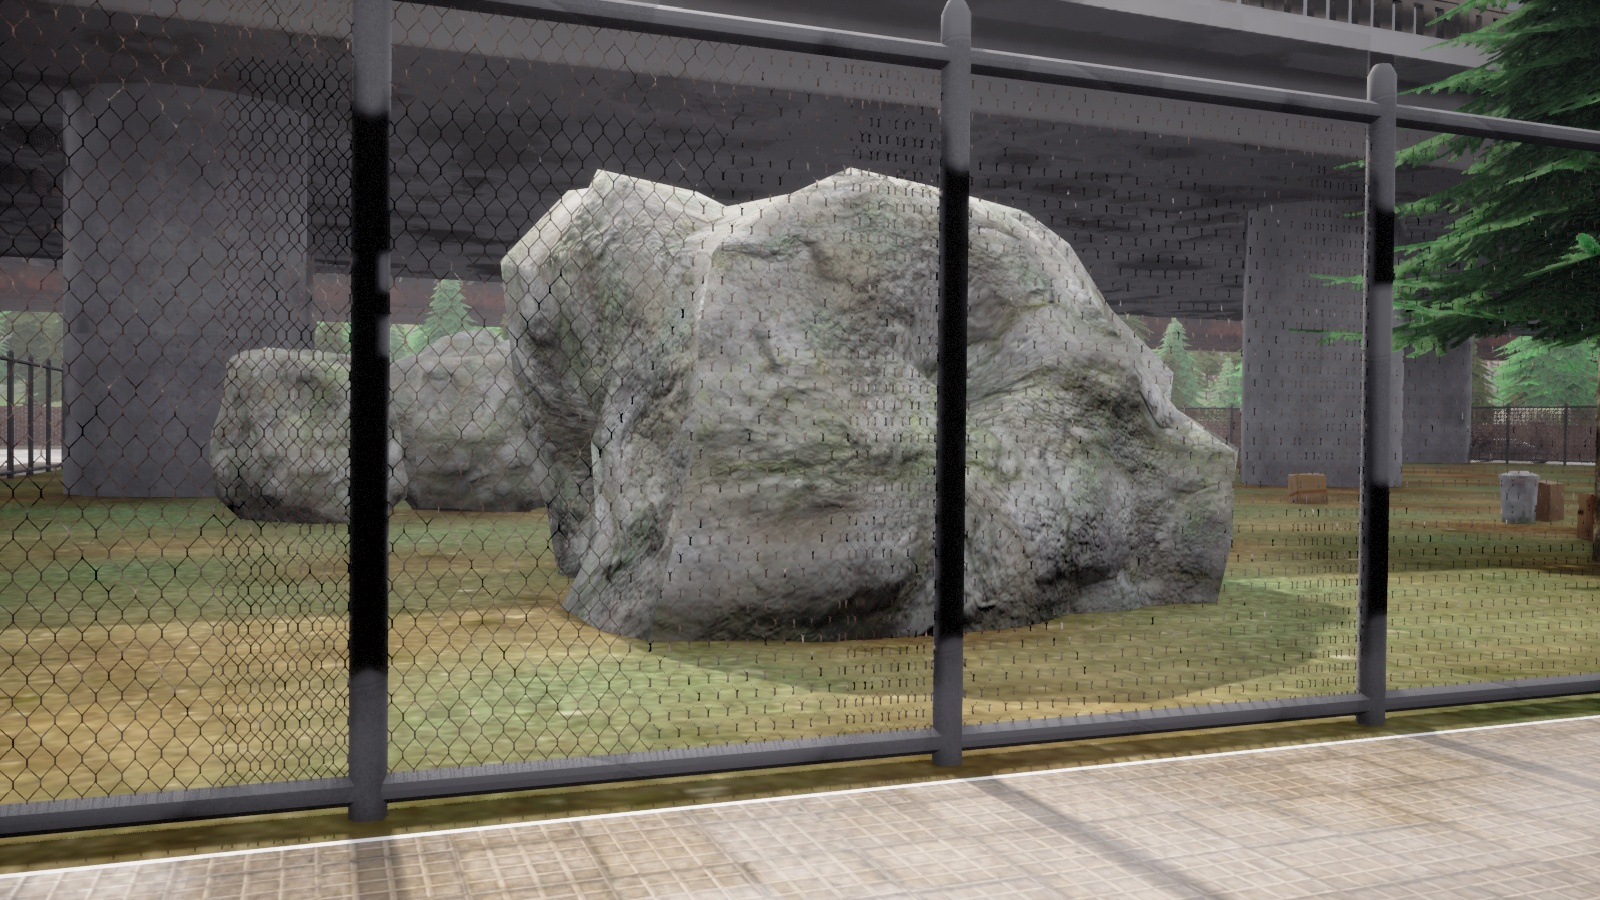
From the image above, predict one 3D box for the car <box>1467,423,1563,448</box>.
[{"bbox_3d":[43.552,-0.857,76.550,4.892,1.490,1.837,0,1,38],"label":"car"}]
